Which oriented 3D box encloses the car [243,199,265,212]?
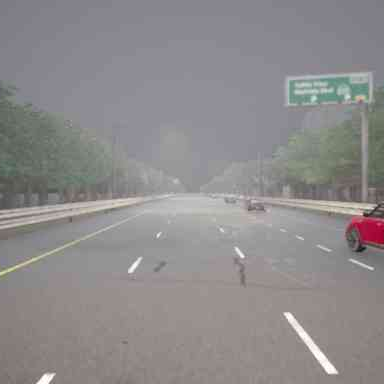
[{"bbox_3d":[7.042,1.519,37.817,1.812,1.442,4.674,0,0,0],"label":"car"}]

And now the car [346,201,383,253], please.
[{"bbox_3d":[7.007,1.220,10.502,2.150,2.045,5.566,0,0,0],"label":"car"}]

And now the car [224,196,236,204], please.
[{"bbox_3d":[7.076,1.469,62.587,2.128,1.511,4.902,0,0,0],"label":"car"}]
